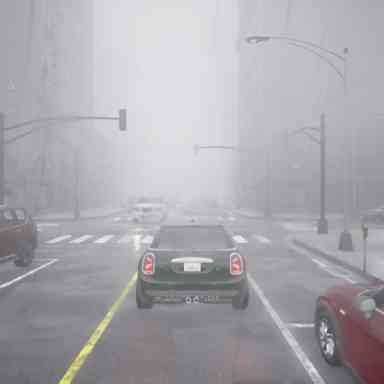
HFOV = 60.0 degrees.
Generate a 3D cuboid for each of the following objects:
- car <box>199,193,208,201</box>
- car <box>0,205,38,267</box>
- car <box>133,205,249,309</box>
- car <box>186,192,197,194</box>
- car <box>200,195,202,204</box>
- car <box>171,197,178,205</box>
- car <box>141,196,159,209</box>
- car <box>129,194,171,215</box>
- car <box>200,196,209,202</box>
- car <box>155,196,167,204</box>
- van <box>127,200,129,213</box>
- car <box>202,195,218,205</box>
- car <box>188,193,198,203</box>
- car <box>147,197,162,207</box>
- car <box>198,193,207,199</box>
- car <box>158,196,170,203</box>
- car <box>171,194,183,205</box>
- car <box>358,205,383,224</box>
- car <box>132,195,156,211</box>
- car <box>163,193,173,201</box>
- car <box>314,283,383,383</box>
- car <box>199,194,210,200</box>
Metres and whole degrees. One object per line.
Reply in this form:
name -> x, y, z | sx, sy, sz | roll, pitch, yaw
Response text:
car -> 3.065, 1.201, 86.550 | 2.150, 2.045, 5.566 | 0, 0, 0
car -> -5.853, 1.314, 8.599 | 2.192, 1.841, 5.009 | 0, 0, 0
car -> 0.015, 1.351, 8.020 | 2.097, 1.767, 4.553 | 0, 0, 0
car -> 0.057, 1.354, 76.540 | 1.812, 1.442, 4.674 | 0, 0, 0
car -> 2.707, 1.538, 52.350 | 2.008, 1.369, 4.403 | 0, 0, 0
car -> -3.068, 1.591, 41.613 | 1.895, 1.301, 4.718 | 0, 0, 0
car -> -5.824, 1.429, 46.738 | 1.967, 1.590, 4.097 | 0, 0, 0
car -> -3.079, 1.215, 25.514 | 2.150, 2.045, 5.566 | 0, 0, 0
car -> 2.723, 1.562, 74.727 | 1.802, 1.307, 4.206 | 0, 0, 0
car -> -5.811, 1.509, 63.356 | 1.752, 1.417, 4.829 | 0, 0, 0
van -> -5.832, 1.333, 35.546 | 1.690, 1.788, 3.998 | 0, 0, 0
car -> 2.702, 1.515, 46.926 | 1.752, 1.417, 4.829 | 0, 0, 0
car -> 0.104, 1.508, 66.574 | 1.812, 1.442, 4.674 | 0, 0, 0
car -> -5.820, 1.532, 52.334 | 1.887, 1.381, 4.507 | 0, 0, 0
car -> 2.715, 1.299, 63.538 | 2.192, 1.841, 5.009 | 0, 0, 0
car -> -5.807, 1.532, 69.122 | 2.008, 1.369, 4.403 | 0, 0, 0
car -> -3.040, 1.533, 58.012 | 2.033, 1.411, 5.357 | 0, 0, 0
car -> 14.394, 1.513, 23.707 | 4.674, 1.442, 1.812 | 0, 0, 1
car -> -5.828, 1.306, 41.143 | 2.192, 1.841, 5.009 | 0, 0, 0
car -> -5.798, 1.293, 80.313 | 2.192, 1.841, 5.009 | 0, 0, 0
car -> 2.669, 1.440, 3.094 | 1.967, 1.590, 4.097 | 0, 0, 0
car -> 2.711, 1.551, 57.944 | 1.947, 1.339, 4.313 | 0, 0, 0
